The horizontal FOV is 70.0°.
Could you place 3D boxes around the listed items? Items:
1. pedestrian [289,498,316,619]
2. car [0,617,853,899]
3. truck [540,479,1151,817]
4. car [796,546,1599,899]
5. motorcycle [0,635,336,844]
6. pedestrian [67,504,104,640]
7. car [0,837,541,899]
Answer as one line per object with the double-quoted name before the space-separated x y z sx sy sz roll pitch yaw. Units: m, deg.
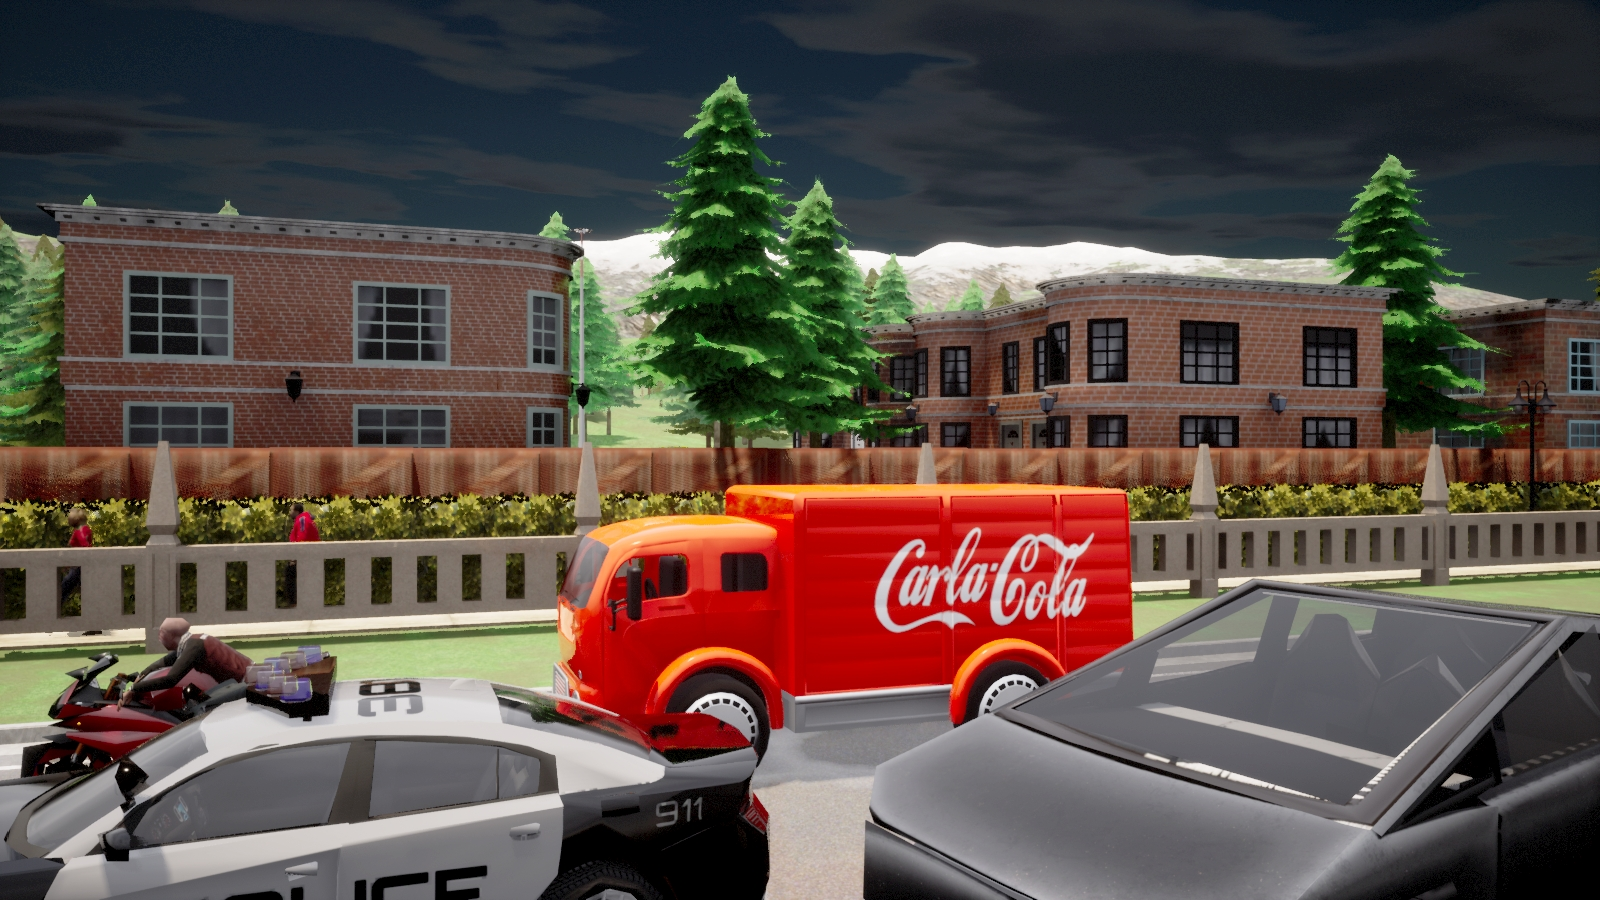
"pedestrian" -7.862 1.701 18.052 0.375 1.860 0.375 0 0 -22
"car" -2.539 1.983 6.100 5.238 1.638 2.097 0 0 -20
"truck" 0.342 1.568 10.872 5.204 2.467 2.627 0 0 -20
"car" 3.288 1.756 5.800 6.274 2.098 2.390 0 0 -31
"motorcycle" -4.855 2.205 8.981 2.209 1.251 0.867 0 0 -20
"pedestrian" -10.028 1.700 16.038 0.375 1.860 0.375 0 0 -20
"car" -2.622 2.065 2.345 4.193 1.474 1.816 0 0 -20
